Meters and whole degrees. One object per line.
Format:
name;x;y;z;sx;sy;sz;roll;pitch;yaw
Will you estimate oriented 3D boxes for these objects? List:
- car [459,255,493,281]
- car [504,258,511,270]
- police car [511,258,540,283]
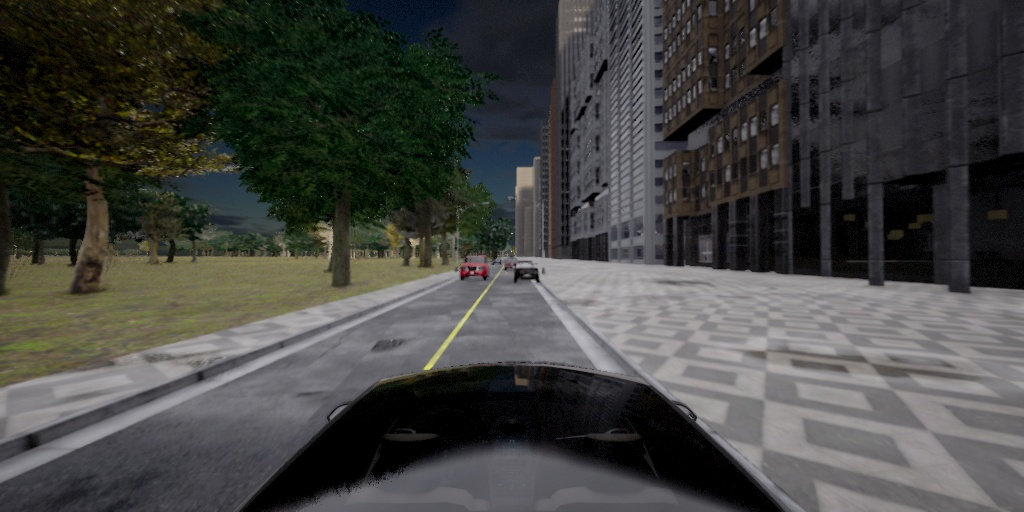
car;-3.080;0.943;30.491;2.150;2.045;5.566;0;0;0
car;0.051;1.026;49.062;2.097;1.767;4.553;0;0;0
police car;1.066;1.150;27.817;1.930;1.638;5.238;0;0;0
